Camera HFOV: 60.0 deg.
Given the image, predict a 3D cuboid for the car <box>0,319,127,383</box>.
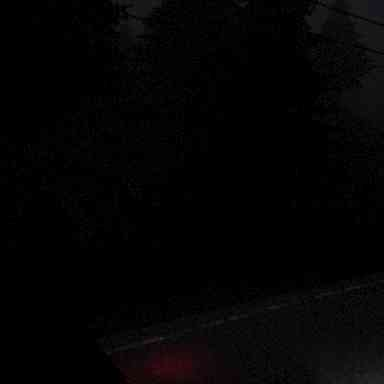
[{"bbox_3d":[-2.388,1.555,1.738,4.181,1.385,1.994,0,0,-35],"label":"car"}]
